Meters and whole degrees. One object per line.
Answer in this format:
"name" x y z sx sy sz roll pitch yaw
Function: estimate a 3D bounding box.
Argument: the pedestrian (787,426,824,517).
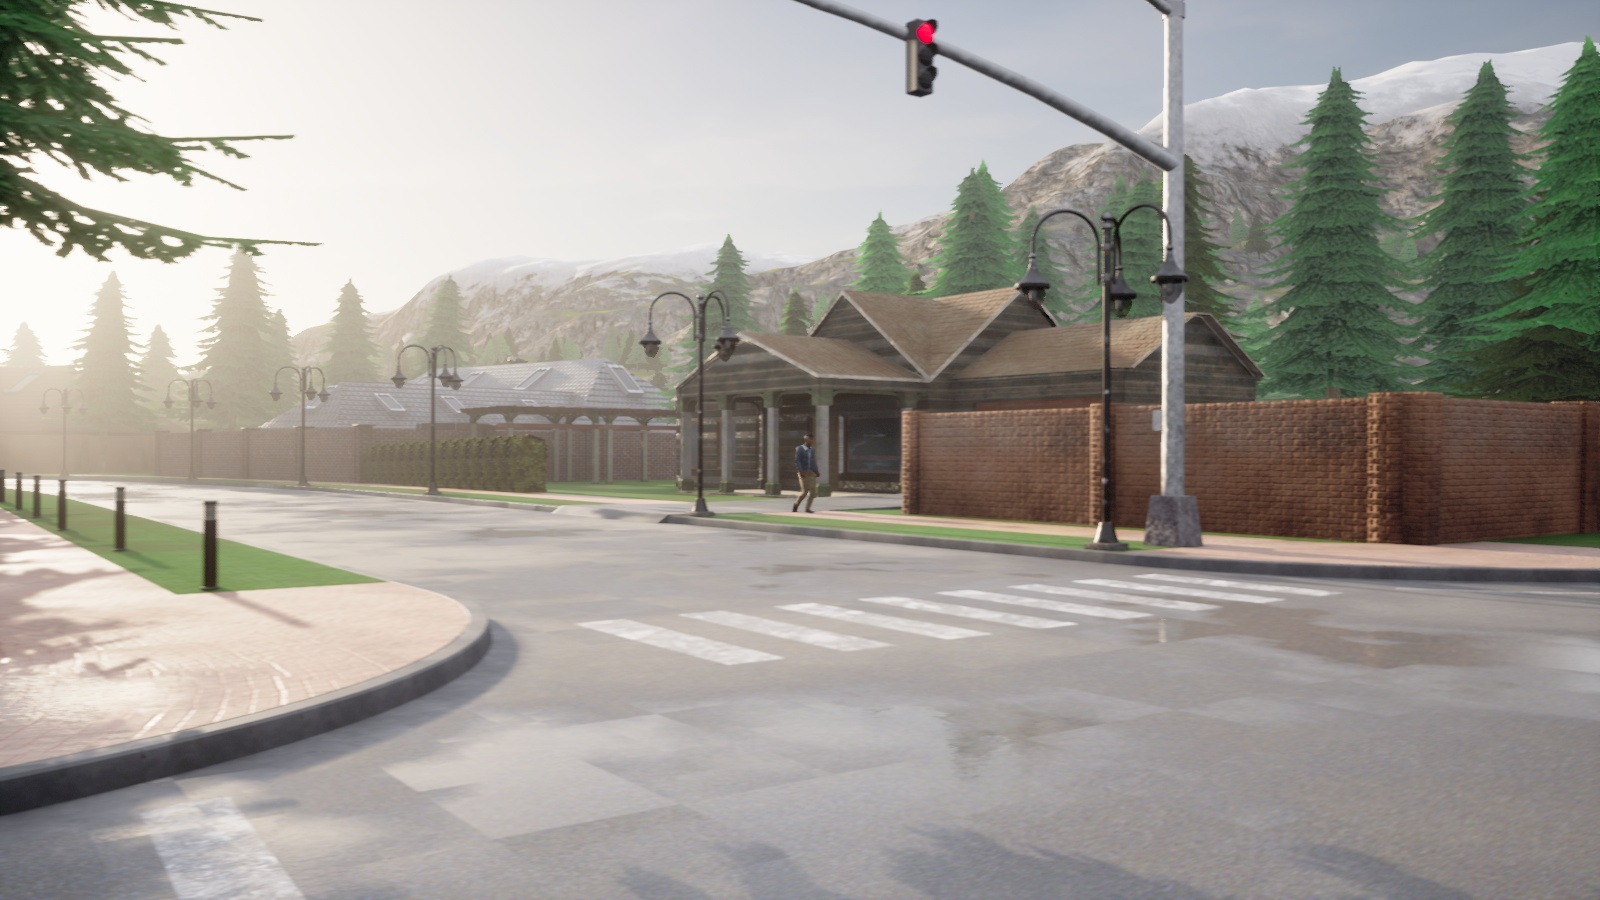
"pedestrian" 0.117 0.463 27.483 0.423 1.949 0.788 0 0 -35
